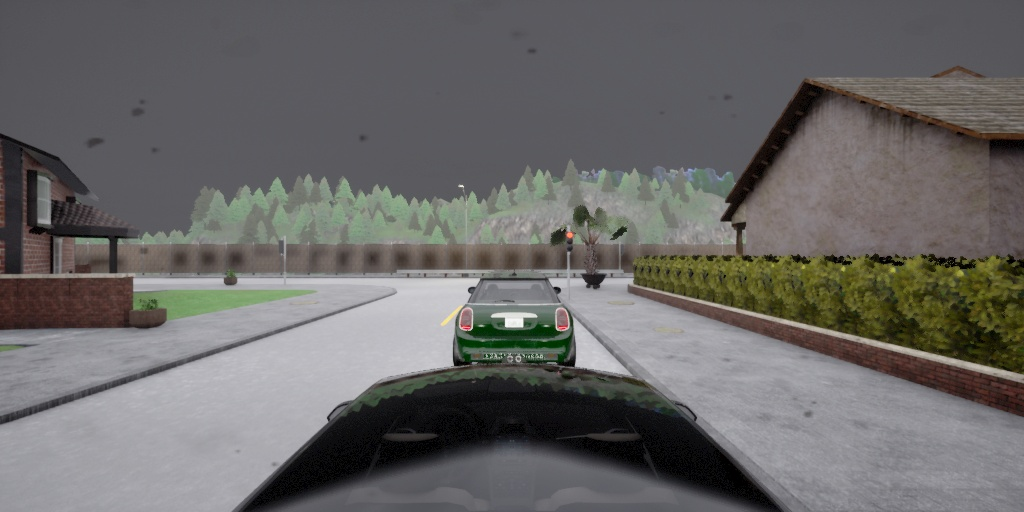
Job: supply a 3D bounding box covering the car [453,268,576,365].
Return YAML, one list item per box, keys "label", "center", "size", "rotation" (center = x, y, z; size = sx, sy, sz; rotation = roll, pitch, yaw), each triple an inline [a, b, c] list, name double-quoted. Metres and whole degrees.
- label: "car"
  center: [0.053, 1.101, 7.938]
  size: [2.097, 1.767, 4.553]
  rotation: [0, 0, 0]
